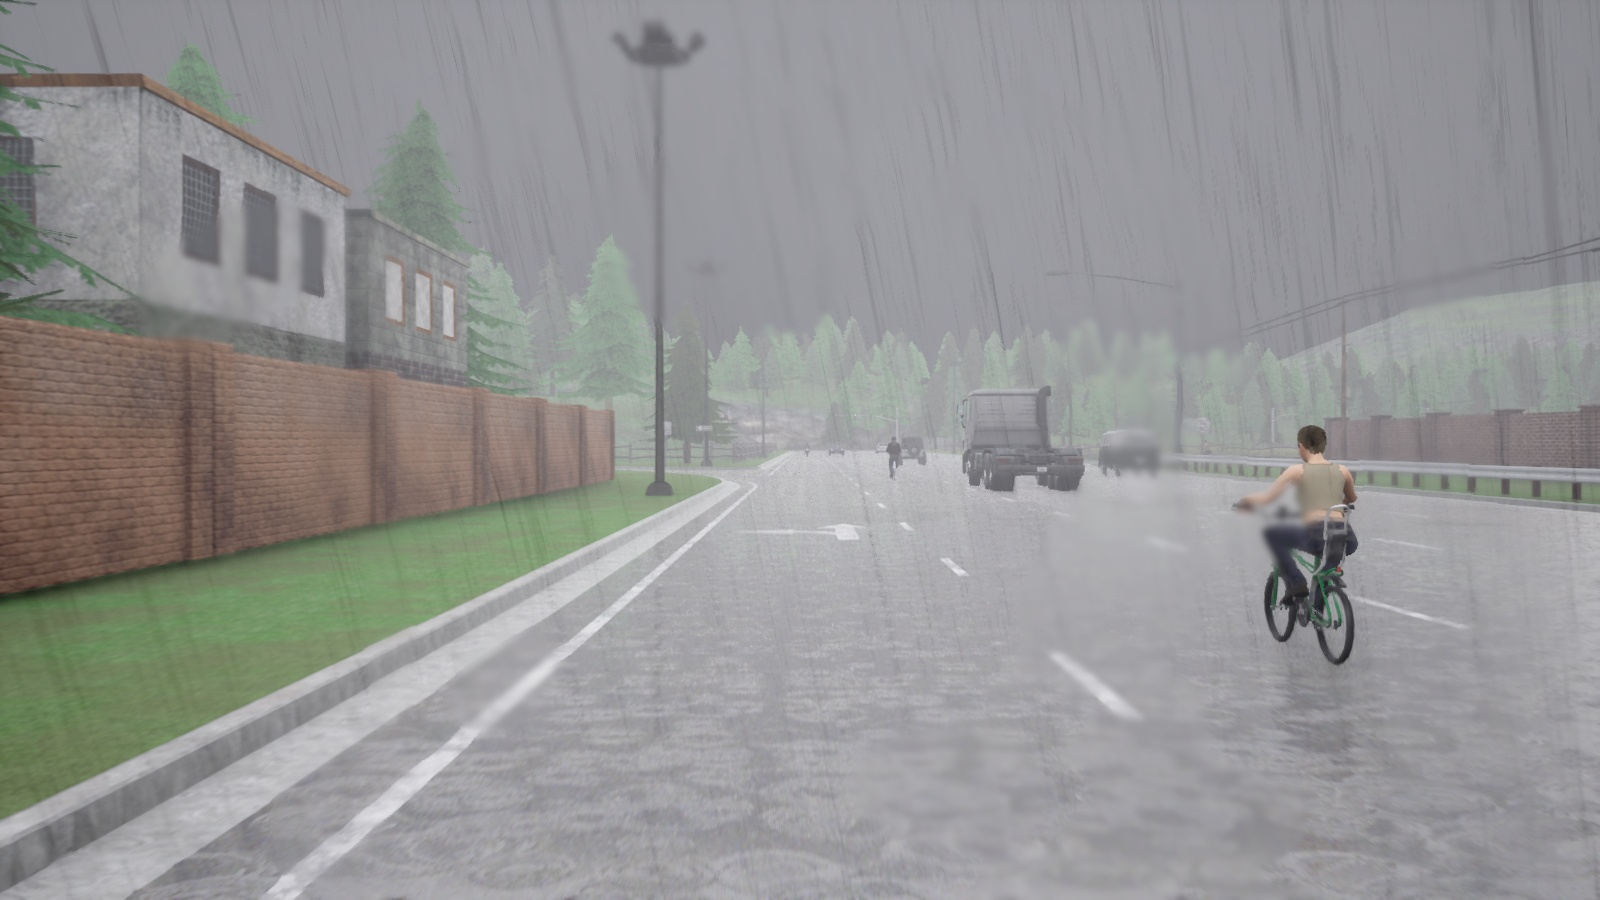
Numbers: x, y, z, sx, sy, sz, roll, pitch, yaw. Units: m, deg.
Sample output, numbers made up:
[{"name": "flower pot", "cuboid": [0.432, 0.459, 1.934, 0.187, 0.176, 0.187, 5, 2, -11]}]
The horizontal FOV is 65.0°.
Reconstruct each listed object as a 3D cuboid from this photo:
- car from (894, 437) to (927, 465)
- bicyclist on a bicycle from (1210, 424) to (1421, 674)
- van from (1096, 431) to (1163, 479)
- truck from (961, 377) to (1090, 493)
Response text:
[{"name": "car", "cuboid": [7.500, 0.066, 85.542, 1.905, 1.878, 3.866, 0, 0, 0]}, {"name": "bicyclist on a bicycle", "cuboid": [3.571, 0.636, 8.857, 0.866, 1.612, 1.509, 0, 0, 0]}, {"name": "van", "cuboid": [14.326, 0.202, 54.864, 1.775, 1.987, 4.442, 0, 0, 0]}, {"name": "truck", "cuboid": [7.251, -0.463, 41.499, 2.891, 3.462, 7.936, 0, 0, 0]}]
